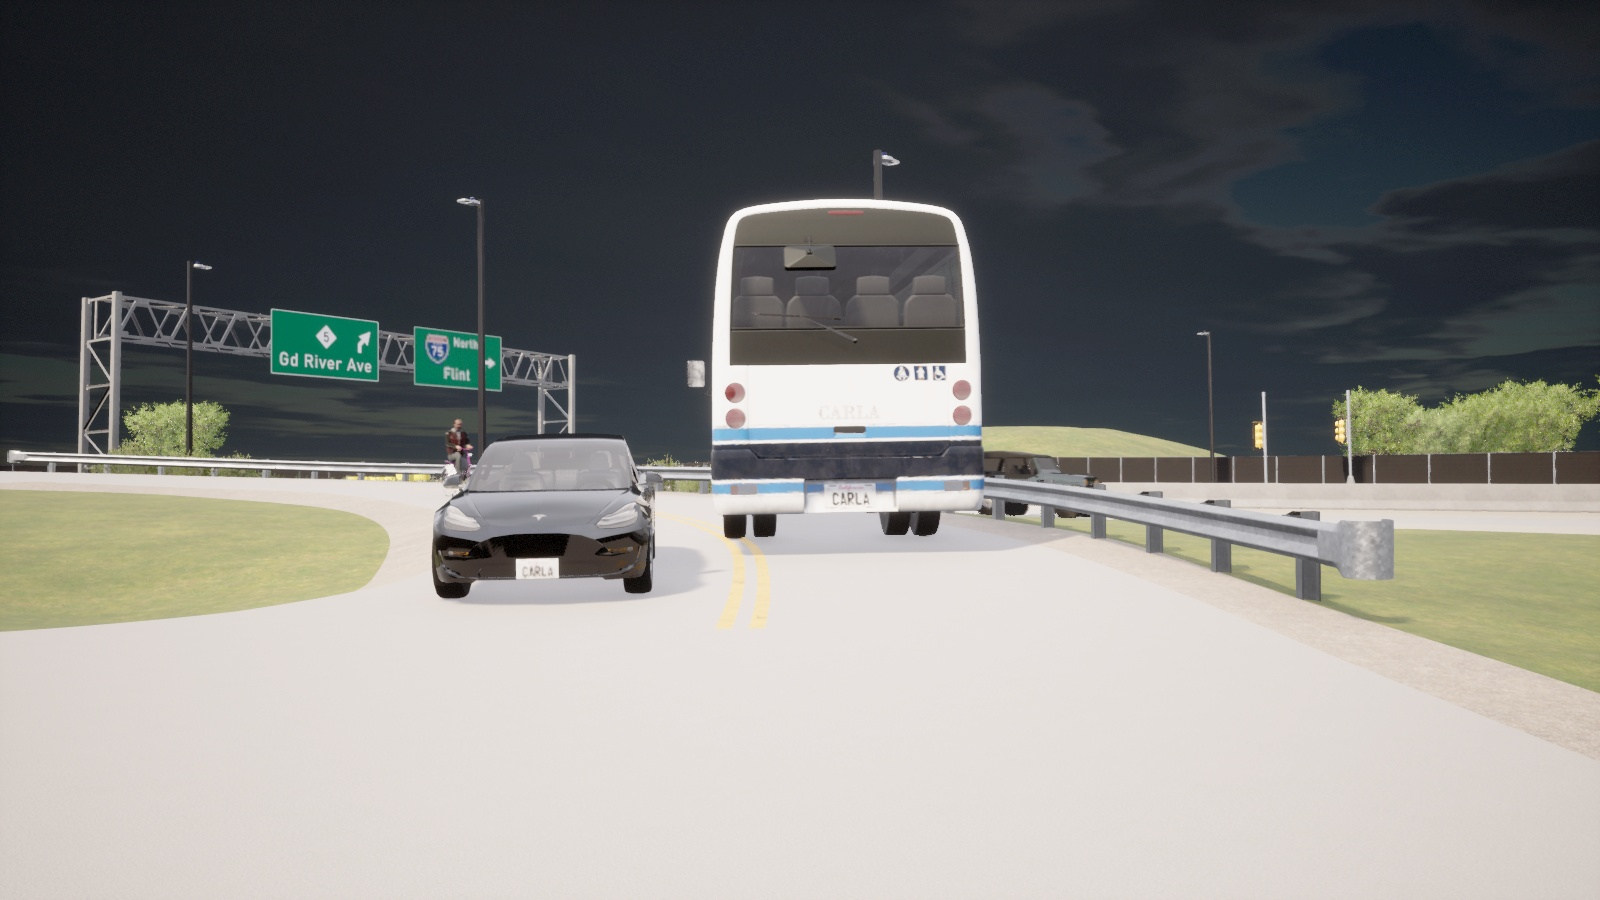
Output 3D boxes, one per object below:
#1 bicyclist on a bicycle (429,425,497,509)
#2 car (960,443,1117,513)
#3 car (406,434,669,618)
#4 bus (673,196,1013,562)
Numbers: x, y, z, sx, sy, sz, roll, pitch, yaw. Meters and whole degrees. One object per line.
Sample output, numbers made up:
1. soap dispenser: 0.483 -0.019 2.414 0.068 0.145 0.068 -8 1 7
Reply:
1. bicyclist on a bicycle: -7.388 0.354 27.503 0.659 1.776 1.843 -1 1 -42
2. car: 6.679 0.805 35.253 3.866 1.878 1.905 -2 -2 35
3. car: -2.489 0.617 13.154 2.163 1.488 4.792 -2 1 -6
4. bus: 0.188 -0.944 20.173 3.944 4.253 10.273 -2 1 -4
